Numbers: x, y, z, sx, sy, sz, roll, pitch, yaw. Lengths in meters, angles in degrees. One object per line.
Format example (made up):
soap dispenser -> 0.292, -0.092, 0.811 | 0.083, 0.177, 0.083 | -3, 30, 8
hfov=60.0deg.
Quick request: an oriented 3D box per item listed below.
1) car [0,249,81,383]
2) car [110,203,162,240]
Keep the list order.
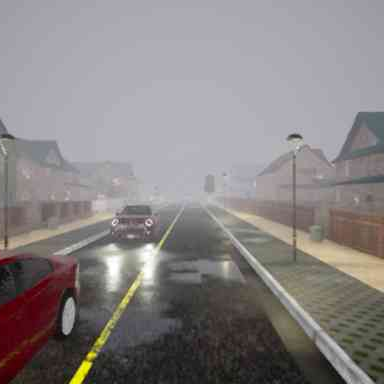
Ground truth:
car -> -2.842, 1.488, 3.716 | 1.882, 1.535, 5.008 | 0, 0, 0
car -> -2.757, 1.396, 17.156 | 2.097, 1.767, 4.553 | 0, 0, 0
